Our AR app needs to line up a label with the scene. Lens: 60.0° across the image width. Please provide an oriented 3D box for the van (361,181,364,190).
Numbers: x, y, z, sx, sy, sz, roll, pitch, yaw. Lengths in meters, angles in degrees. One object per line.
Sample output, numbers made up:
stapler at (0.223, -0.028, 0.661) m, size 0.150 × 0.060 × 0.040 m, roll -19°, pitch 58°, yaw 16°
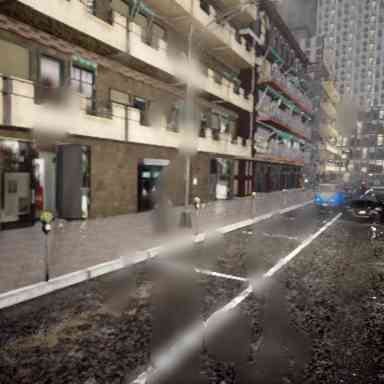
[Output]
van at (21.068, -0.467, 43.549) m, size 1.690 × 1.788 × 3.998 m, roll 3°, pitch 3°, yaw 30°

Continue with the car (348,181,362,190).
car at (18.309, -0.185, 38.743) m, size 1.967 × 1.590 × 4.097 m, roll 3°, pitch 3°, yaw 30°

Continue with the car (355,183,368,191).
car at (32.092, -0.998, 62.809) m, size 1.887 × 1.381 × 4.507 m, roll 3°, pitch 3°, yaw 30°

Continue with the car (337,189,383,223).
car at (9.641, 0.799, 18.637) m, size 1.994 × 1.385 × 4.181 m, roll 4°, pitch 4°, yaw 30°

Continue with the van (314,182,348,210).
van at (10.040, 0.264, 24.301) m, size 1.690 × 1.788 × 3.998 m, roll 3°, pitch 3°, yaw 30°

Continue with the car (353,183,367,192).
car at (29.335, -0.793, 57.998) m, size 1.947 × 1.339 × 4.313 m, roll 3°, pitch 3°, yaw 30°

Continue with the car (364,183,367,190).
car at (26.583, -0.860, 53.173) m, size 2.192 × 1.841 × 5.009 m, roll 3°, pitch 3°, yaw 30°
